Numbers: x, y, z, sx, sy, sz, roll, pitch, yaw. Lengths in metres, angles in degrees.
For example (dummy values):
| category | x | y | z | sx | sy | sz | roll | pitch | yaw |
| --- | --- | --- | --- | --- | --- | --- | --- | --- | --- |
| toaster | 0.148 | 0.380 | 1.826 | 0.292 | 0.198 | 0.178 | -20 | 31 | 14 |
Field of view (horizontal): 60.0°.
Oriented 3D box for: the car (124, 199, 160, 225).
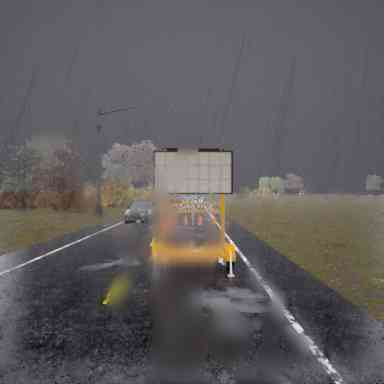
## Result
| category | x | y | z | sx | sy | sz | roll | pitch | yaw |
| --- | --- | --- | --- | --- | --- | --- | --- | --- | --- |
| car | -3.530 | 1.364 | 24.247 | 2.097 | 1.767 | 4.553 | 0 | 0 | 0 |

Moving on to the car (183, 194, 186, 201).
| category | x | y | z | sx | sy | sz | roll | pitch | yaw |
| --- | --- | --- | --- | --- | --- | --- | --- | --- | --- |
| car | -2.654 | 1.420 | 90.219 | 2.097 | 1.767 | 4.553 | 0 | 0 | 1 |

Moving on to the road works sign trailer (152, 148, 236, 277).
| category | x | y | z | sx | sy | sz | roll | pitch | yaw |
| --- | --- | --- | --- | --- | --- | --- | --- | --- | --- |
| road works sign trailer | 0.031 | 0.469 | 10.241 | 2.380 | 3.560 | 2.880 | 0 | 0 | -1 |

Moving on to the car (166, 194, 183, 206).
| category | x | y | z | sx | sy | sz | roll | pitch | yaw |
| --- | --- | --- | --- | --- | --- | --- | --- | --- | --- |
| car | -3.156 | 1.257 | 56.567 | 2.150 | 2.045 | 5.566 | 0 | 0 | 1 |
